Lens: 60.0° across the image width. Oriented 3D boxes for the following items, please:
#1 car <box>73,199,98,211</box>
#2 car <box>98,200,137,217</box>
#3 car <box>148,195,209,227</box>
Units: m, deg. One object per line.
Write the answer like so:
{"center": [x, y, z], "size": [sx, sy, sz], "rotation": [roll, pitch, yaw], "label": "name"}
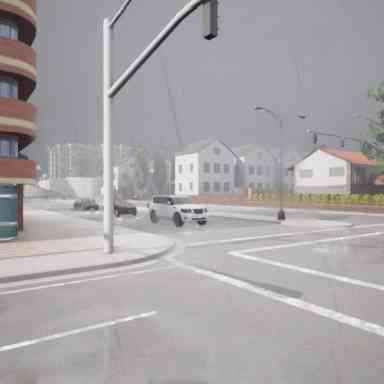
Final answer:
{"center": [-13.047, 1.543, 40.786], "size": [2.033, 1.411, 5.357], "rotation": [0, 0, -35], "label": "car"}
{"center": [-7.002, 1.472, 32.027], "size": [1.882, 1.535, 5.008], "rotation": [0, 0, -34], "label": "car"}
{"center": [-1.094, 1.217, 23.488], "size": [2.150, 2.045, 5.566], "rotation": [0, 0, -35], "label": "car"}
